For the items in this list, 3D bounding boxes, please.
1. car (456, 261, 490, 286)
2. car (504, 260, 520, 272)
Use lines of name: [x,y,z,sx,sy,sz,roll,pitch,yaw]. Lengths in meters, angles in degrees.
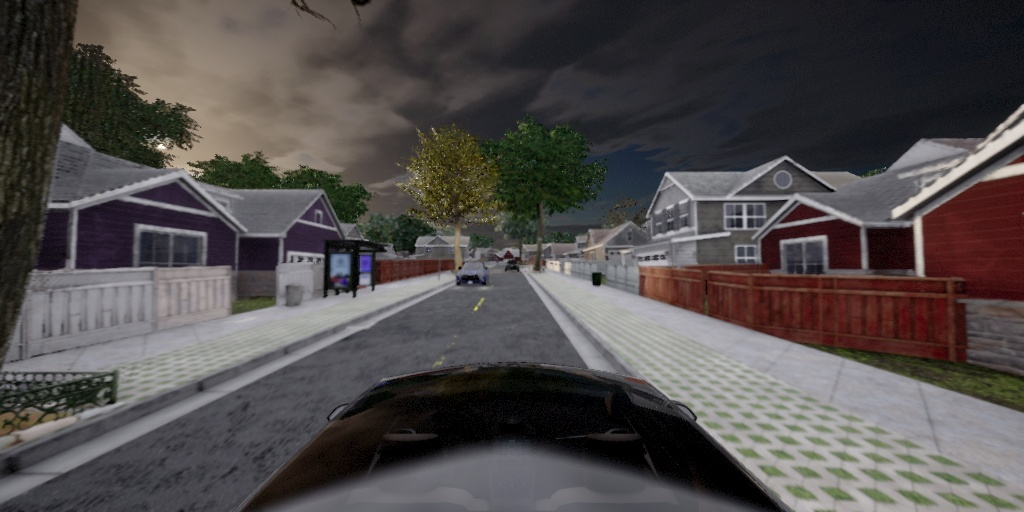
car: [-2.772,1.180,26.149,2.097,1.767,4.553,0,0,0]
car: [0.001,1.341,51.486,2.097,1.767,4.553,0,-1,0]
